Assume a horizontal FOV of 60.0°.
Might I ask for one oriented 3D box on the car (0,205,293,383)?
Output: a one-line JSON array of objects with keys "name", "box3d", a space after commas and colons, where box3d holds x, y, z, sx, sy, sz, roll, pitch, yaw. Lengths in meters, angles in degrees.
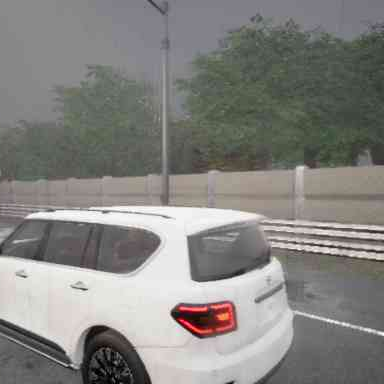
[{"name": "car", "box3d": [-1.399, 1.221, 4.871, 5.566, 2.045, 2.150, 0, 0, 36]}]
